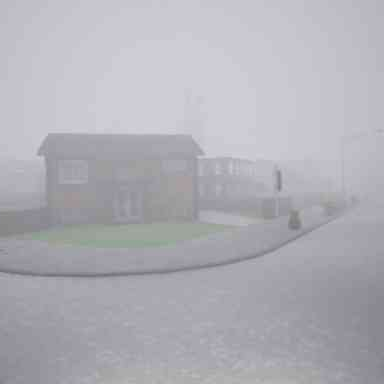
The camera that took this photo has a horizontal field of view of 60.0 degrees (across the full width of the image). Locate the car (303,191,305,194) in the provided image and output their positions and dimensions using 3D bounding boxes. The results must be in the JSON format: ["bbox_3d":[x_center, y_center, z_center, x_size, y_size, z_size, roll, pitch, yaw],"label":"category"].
[{"bbox_3d":[17.958,0.541,57.626,3.633,1.501,1.845,-2,0,32],"label":"car"}]
